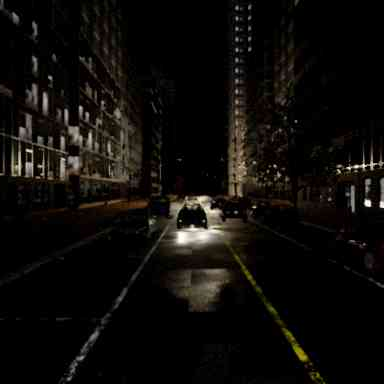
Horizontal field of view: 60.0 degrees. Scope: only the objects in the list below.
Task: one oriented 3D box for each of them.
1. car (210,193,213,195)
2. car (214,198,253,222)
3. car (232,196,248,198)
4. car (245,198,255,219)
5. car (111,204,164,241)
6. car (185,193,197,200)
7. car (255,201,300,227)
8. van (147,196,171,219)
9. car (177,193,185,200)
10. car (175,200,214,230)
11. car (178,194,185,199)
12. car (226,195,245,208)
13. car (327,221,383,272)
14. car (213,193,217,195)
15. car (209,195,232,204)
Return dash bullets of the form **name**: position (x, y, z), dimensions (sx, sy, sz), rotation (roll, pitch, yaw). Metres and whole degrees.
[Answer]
- **car**: position (5.784, 1.104, 84.350), dimensions (1.947, 1.339, 4.313), rotation (0, 0, 0)
- **car**: position (3.063, 1.438, 25.467), dimensions (2.033, 1.411, 5.357), rotation (0, 0, 1)
- **car**: position (5.732, 1.260, 38.811), dimensions (1.967, 1.590, 4.097), rotation (0, 0, 0)
- **car**: position (5.719, 1.435, 27.426), dimensions (2.008, 1.369, 4.403), rotation (0, 0, 0)
- **car**: position (-2.675, 1.479, 16.055), dimensions (2.008, 1.369, 4.403), rotation (0, 0, 0)
- **car**: position (0.078, 0.967, 71.590), dimensions (2.097, 1.767, 4.553), rotation (0, 0, 0)
- **car**: position (5.712, 1.464, 21.734), dimensions (2.008, 1.369, 4.403), rotation (0, 0, 0)
- **van**: position (-2.661, 1.213, 27.439), dimensions (1.690, 1.788, 3.998), rotation (0, 0, 0)
- **car**: position (-2.602, 1.109, 78.673), dimensions (1.887, 1.381, 4.507), rotation (0, 0, 0)
- **car**: position (0.020, 1.457, 20.752), dimensions (2.033, 1.411, 5.357), rotation (0, 0, 0)
- **car**: position (-2.596, 1.107, 84.367), dimensions (1.802, 1.307, 4.206), rotation (0, 0, 0)
- **car**: position (5.738, 1.228, 44.503), dimensions (1.967, 1.590, 4.097), rotation (0, 0, 0)
- **car**: position (5.699, 1.547, 10.350), dimensions (1.802, 1.307, 4.206), rotation (0, 0, 0)
- **car**: position (5.765, 1.196, 67.273), dimensions (1.887, 1.381, 4.507), rotation (0, 0, 0)
- **car**: position (3.055, 1.365, 38.546), dimensions (2.033, 1.411, 5.357), rotation (0, 0, 1)
